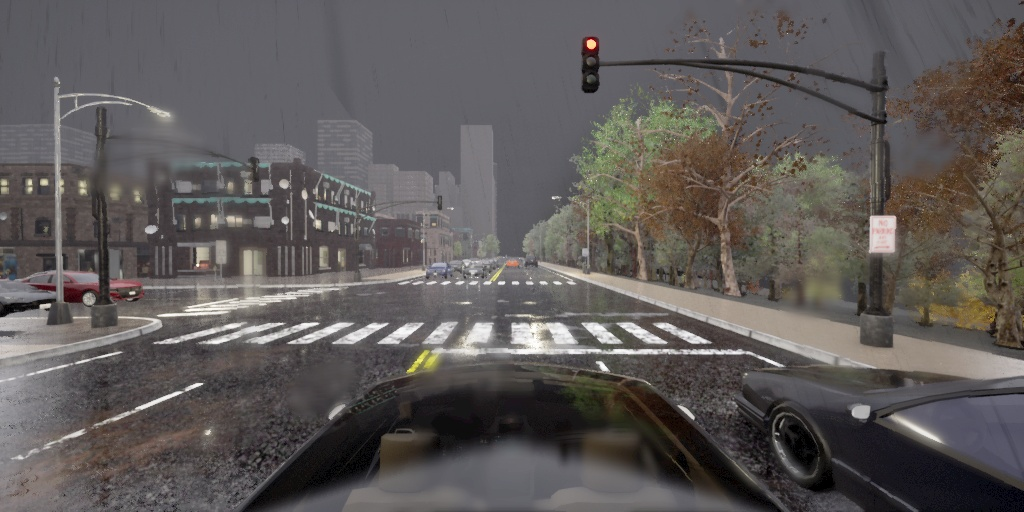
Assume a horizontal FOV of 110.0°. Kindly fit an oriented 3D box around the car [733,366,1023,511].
[{"bbox_3d":[3.350,1.297,1.482,2.033,1.411,5.357,0,0,0],"label":"car"}]

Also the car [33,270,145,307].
[{"bbox_3d":[-19.822,1.447,16.363,5.008,1.535,1.882,-1,1,0],"label":"car"}]

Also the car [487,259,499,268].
[{"bbox_3d":[-3.243,1.249,61.755,1.812,1.442,4.674,0,0,1],"label":"car"}]

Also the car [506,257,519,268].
[{"bbox_3d":[0.143,1.077,62.385,2.097,1.767,4.553,0,0,2],"label":"car"}]

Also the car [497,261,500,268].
[{"bbox_3d":[-3.281,1.220,51.753,2.128,1.511,4.902,0,0,0],"label":"car"}]

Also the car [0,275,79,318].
[{"bbox_3d":[-19.933,1.564,13.658,4.313,1.339,1.948,0,0,0],"label":"car"}]

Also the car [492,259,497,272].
[{"bbox_3d":[-3.294,1.225,42.350,2.128,1.511,4.902,0,0,0],"label":"car"}]

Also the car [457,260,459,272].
[{"bbox_3d":[-6.546,1.238,42.218,1.837,1.490,4.892,0,0,0],"label":"car"}]

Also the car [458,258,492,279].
[{"bbox_3d":[-3.307,1.230,32.946,2.128,1.511,4.902,0,0,0],"label":"car"}]

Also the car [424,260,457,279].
[{"bbox_3d":[-6.559,1.264,32.958,1.812,1.442,4.674,0,0,0],"label":"car"}]

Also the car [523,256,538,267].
[{"bbox_3d":[3.424,0.943,64.229,2.150,2.045,5.566,0,0,0],"label":"car"}]
